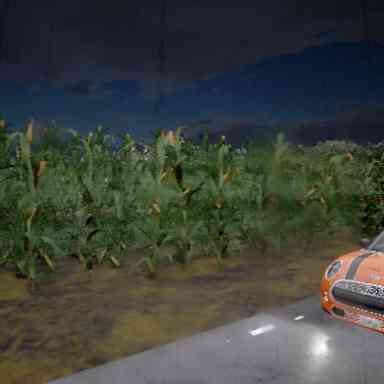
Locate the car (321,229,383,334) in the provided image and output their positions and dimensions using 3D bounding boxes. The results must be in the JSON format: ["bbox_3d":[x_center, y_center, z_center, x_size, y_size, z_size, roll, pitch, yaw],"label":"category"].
[{"bbox_3d":[4.490,1.354,6.339,4.553,1.767,2.097,0,0,-36],"label":"car"}]
